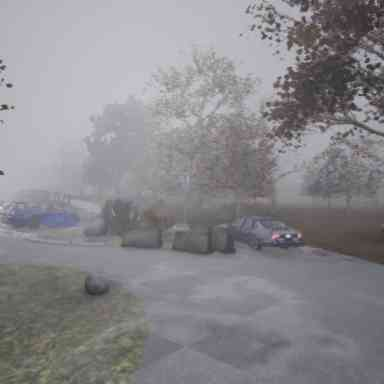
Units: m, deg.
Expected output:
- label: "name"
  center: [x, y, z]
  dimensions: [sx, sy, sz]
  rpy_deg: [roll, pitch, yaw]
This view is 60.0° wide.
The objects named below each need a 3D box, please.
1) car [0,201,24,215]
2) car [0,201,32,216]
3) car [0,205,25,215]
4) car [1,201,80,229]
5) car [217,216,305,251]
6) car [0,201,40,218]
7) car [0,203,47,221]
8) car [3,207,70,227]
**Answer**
- label: "car"
  center: [-29.515, 2.447, 51.707]
  dimensions: [2.435, 2.045, 5.566]
  rpy_deg: [0, -3, 35]
- label: "car"
  center: [-25.957, 2.331, 46.841]
  dimensions: [2.435, 2.045, 5.566]
  rpy_deg: [-1, -3, 34]
- label: "car"
  center: [-27.756, 2.641, 49.262]
  dimensions: [2.231, 1.521, 4.892]
  rpy_deg: [-1, -3, 35]
- label: "car"
  center: [-11.901, 1.854, 27.185]
  dimensions: [2.435, 2.045, 5.566]
  rpy_deg: [-1, -3, 34]
- label: "car"
  center: [3.046, 1.878, 16.100]
  dimensions: [2.033, 1.411, 5.357]
  rpy_deg: [2, 0, -22]
- label: "car"
  center: [-22.472, 2.209, 41.876]
  dimensions: [2.435, 2.045, 5.566]
  rpy_deg: [0, -3, 34]
- label: "car"
  center: [-18.932, 2.218, 37.007]
  dimensions: [2.185, 1.767, 4.553]
  rpy_deg: [0, -3, 35]
- label: "car"
  center: [-13.667, 2.165, 29.608]
  dimensions: [2.231, 1.521, 4.892]
  rpy_deg: [0, -3, 34]
